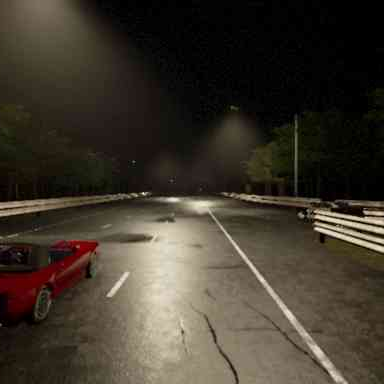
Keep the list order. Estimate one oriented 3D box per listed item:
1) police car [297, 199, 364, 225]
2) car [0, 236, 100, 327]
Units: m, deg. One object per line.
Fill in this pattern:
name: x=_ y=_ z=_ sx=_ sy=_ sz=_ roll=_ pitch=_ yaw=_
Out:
police car: x=9.269 y=1.284 z=22.900 sx=1.930 sy=1.638 sz=5.238 roll=0 pitch=0 yaw=-19
car: x=-3.398 y=1.563 z=6.933 sx=1.895 sy=1.301 sz=4.718 roll=0 pitch=0 yaw=0
